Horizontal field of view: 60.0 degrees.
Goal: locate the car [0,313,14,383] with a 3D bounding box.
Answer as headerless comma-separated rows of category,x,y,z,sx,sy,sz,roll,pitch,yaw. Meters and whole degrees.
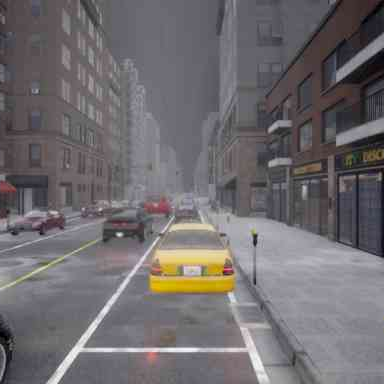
car,-3.021,1.525,2.005,1.812,1.442,4.674,0,0,0

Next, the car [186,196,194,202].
car,-0.383,1.579,79.064,1.802,1.307,4.206,0,0,0

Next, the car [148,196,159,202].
car,-8.408,1.543,73.374,1.887,1.381,4.507,0,0,0

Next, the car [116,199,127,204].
car,-8.408,1.525,34.923,1.752,1.417,4.829,0,0,0

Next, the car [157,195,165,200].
car,-8.408,1.519,90.251,1.752,1.417,4.829,0,0,0

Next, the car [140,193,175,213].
car,-3.010,1.225,30.415,2.150,2.045,5.566,0,0,0

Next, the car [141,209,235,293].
car,0.005,1.457,8.840,1.801,1.575,5.366,0,0,0

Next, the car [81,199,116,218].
car,-8.408,1.440,29.575,1.967,1.590,4.097,0,0,0

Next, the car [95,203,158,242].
car,-2.996,1.507,16.325,1.837,1.490,4.892,0,1,1

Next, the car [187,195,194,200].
car,-0.383,1.575,90.427,1.802,1.307,4.206,0,0,0

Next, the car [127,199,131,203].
car,-8.408,1.551,40.611,2.008,1.369,4.403,0,0,0

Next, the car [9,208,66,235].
car,-8.408,1.582,18.538,1.802,1.307,4.206,0,0,0

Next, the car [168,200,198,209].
car,-0.383,1.551,24.063,2.008,1.369,4.403,0,0,0

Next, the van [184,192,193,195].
van,-0.383,1.339,67.702,1.690,1.788,3.998,0,0,0

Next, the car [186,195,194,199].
car,-0.383,1.440,35.101,1.967,1.590,4.097,0,0,0

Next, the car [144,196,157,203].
car,-8.408,1.549,67.693,2.008,1.369,4.403,0,0,0
